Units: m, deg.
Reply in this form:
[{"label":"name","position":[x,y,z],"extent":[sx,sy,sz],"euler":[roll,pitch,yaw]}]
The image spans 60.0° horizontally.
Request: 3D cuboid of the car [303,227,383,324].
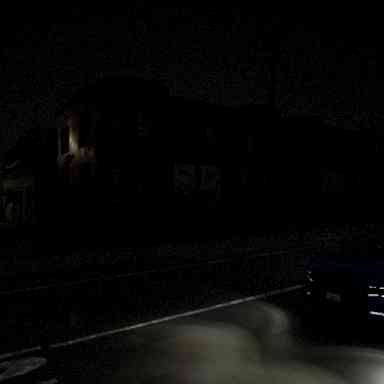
[{"label":"car","position":[4.428,1.478,6.925],"extent":[5.008,1.535,1.882],"euler":[0,0,-34]}]
